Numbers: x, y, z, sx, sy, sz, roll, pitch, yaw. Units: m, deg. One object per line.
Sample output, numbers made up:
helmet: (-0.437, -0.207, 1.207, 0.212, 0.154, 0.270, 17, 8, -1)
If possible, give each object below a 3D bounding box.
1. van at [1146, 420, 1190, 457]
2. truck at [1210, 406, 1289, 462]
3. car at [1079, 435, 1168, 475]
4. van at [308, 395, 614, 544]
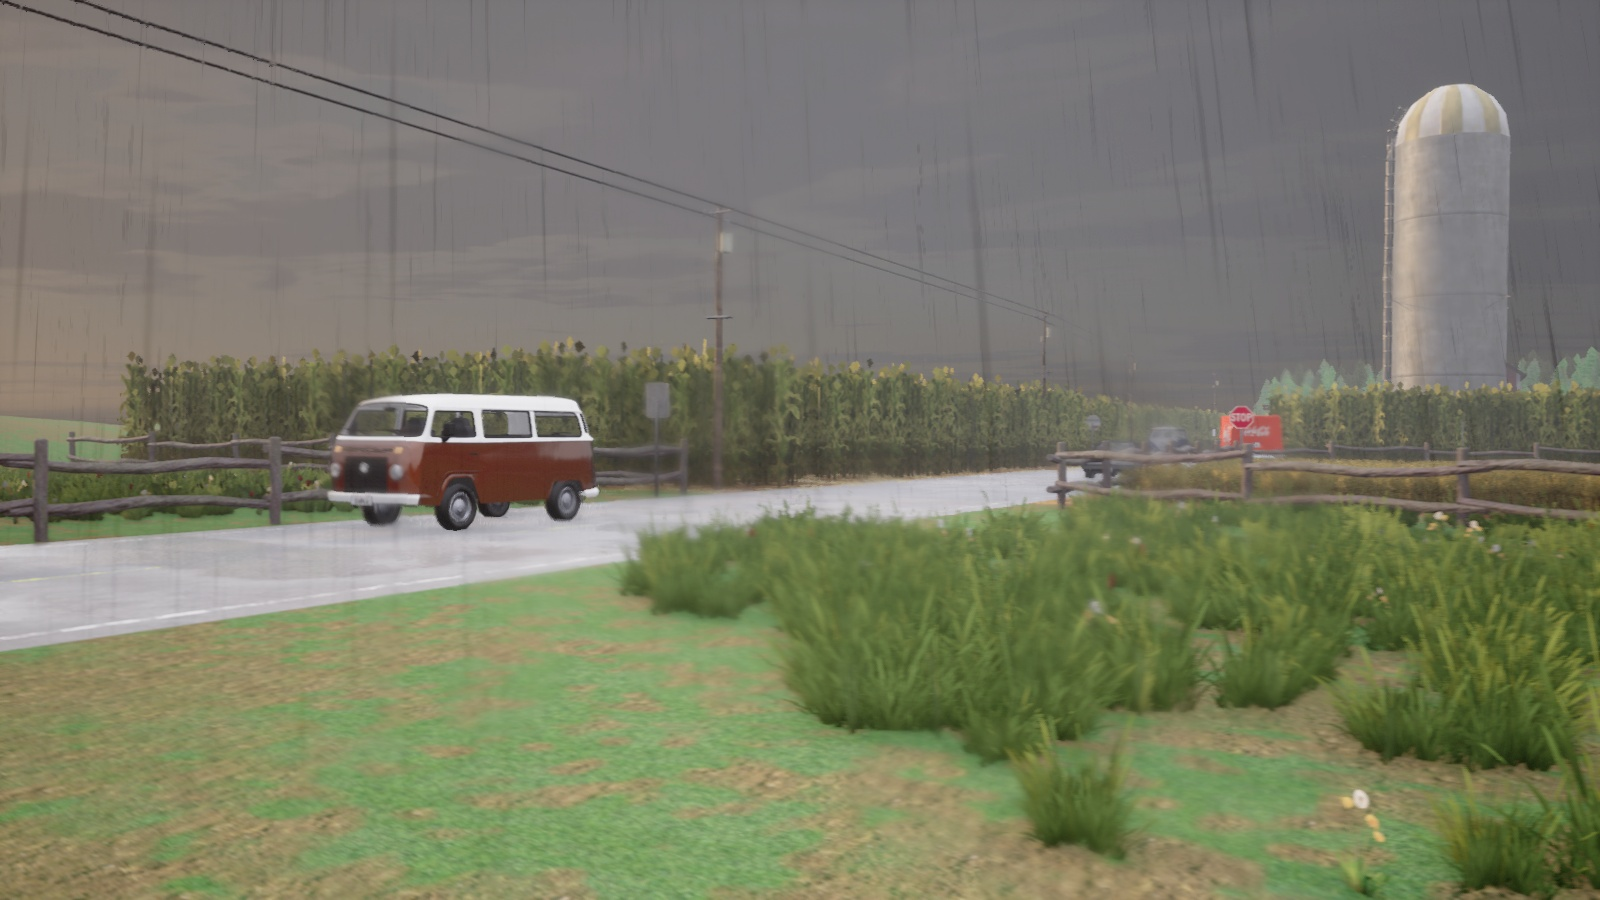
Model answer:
van: (20.256, -0.642, 69.085, 1.775, 1.987, 4.442, 0, 1, 23)
truck: (20.771, -0.739, 58.294, 2.627, 2.467, 5.204, -1, 1, 10)
car: (11.212, 0.139, 43.309, 1.895, 1.301, 4.718, 0, 1, 28)
van: (-5.098, 0.234, 19.576, 2.069, 2.038, 4.480, 0, 1, 28)
